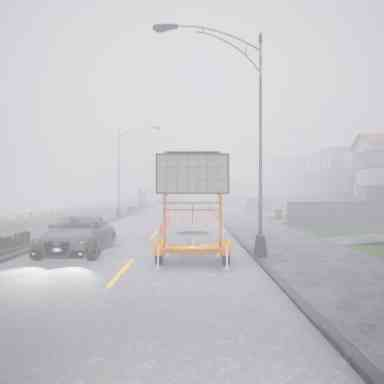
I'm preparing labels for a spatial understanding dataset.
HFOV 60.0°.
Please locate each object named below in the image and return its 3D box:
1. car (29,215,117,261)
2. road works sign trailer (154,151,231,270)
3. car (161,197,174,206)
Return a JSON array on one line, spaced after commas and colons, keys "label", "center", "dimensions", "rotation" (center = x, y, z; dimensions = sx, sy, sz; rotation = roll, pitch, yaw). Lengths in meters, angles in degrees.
[{"label": "car", "center": [-4.083, 1.560, 12.029], "dimensions": [1.994, 1.385, 4.181], "rotation": [0, 0, 0]}, {"label": "road works sign trailer", "center": [0.016, 0.461, 10.994], "dimensions": [2.380, 3.560, 2.880], "rotation": [0, 0, 0]}, {"label": "car", "center": [-3.915, 1.529, 54.472], "dimensions": [2.033, 1.411, 5.357], "rotation": [0, 0, 0]}]
